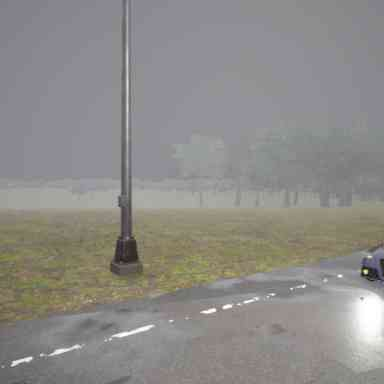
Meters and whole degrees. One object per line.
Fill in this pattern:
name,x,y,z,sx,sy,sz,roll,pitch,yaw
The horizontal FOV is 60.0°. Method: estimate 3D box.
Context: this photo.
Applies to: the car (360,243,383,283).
car,6.111,1.563,8.431,4.181,1.385,1.994,0,0,-36
